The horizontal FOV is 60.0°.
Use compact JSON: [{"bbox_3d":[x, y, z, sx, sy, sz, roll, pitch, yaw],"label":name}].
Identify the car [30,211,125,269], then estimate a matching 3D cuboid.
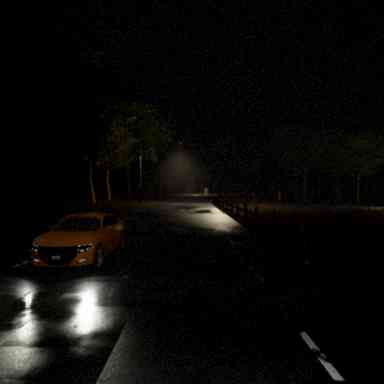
[{"bbox_3d":[-3.579,1.443,11.266,1.882,1.535,5.008,0,0,0],"label":"car"}]
